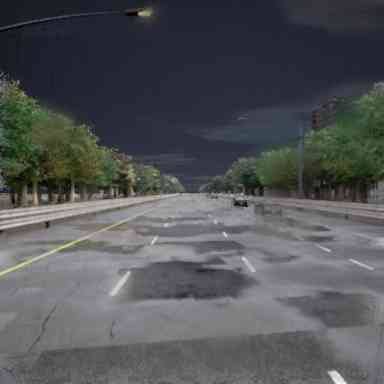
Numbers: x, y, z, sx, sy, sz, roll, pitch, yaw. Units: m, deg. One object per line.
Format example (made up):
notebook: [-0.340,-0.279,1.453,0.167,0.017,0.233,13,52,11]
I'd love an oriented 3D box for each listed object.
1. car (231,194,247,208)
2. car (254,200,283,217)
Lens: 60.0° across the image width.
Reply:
car: [7.010,1.508,49.456,1.882,1.535,5.008,0,0,0]
car: [7.006,1.497,30.815,2.128,1.511,4.902,0,0,0]
